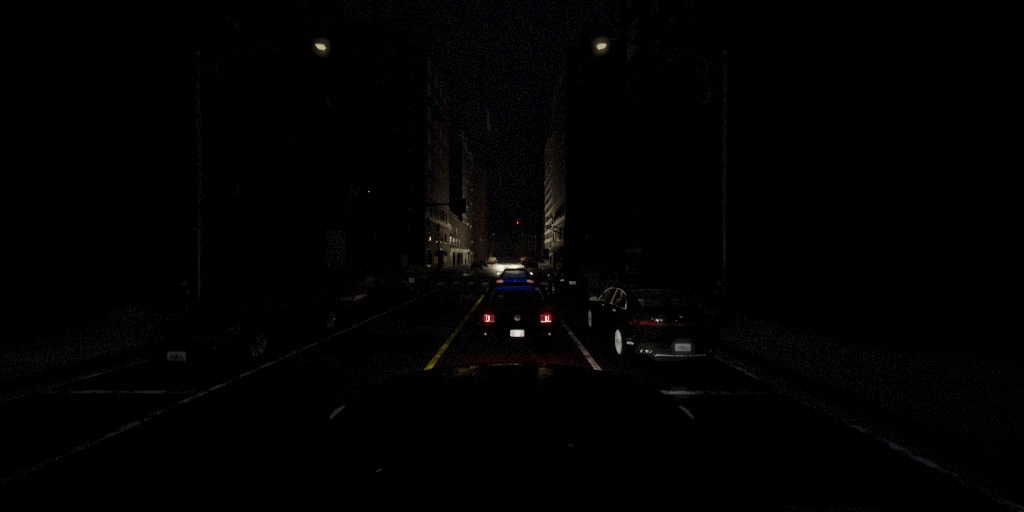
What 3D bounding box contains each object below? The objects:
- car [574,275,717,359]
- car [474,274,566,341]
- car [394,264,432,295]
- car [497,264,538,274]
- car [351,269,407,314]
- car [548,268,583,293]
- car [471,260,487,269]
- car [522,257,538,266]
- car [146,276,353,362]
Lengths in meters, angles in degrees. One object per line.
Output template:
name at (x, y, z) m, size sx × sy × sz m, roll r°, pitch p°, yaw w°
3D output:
car at (2.876, 1.299, 8.198) m, size 2.007 × 1.370 × 4.403 m, roll 0°, pitch 0°, yaw 0°
car at (0.120, 1.350, 9.823) m, size 1.895 × 1.301 × 4.718 m, roll 0°, pitch 0°, yaw 0°
car at (-5.614, 1.188, 19.228) m, size 1.967 × 1.591 × 4.097 m, roll 0°, pitch 0°, yaw 0°
car at (0.149, 1.312, 18.583) m, size 1.994 × 1.385 × 4.181 m, roll 0°, pitch 0°, yaw 1°
car at (-5.632, 1.330, 13.726) m, size 1.802 × 1.307 × 4.207 m, roll 0°, pitch 0°, yaw 0°
car at (2.911, 1.314, 19.201) m, size 1.948 × 1.339 × 4.313 m, roll 0°, pitch 0°, yaw 0°
car at (-5.462, 1.360, 56.330) m, size 1.802 × 1.307 × 4.207 m, roll 0°, pitch 0°, yaw 0°
car at (3.063, 1.218, 56.289) m, size 1.967 × 1.591 × 4.097 m, roll 0°, pitch 0°, yaw 0°
car at (-5.649, 1.315, 8.225) m, size 1.948 × 1.339 × 4.313 m, roll 0°, pitch 0°, yaw 0°
